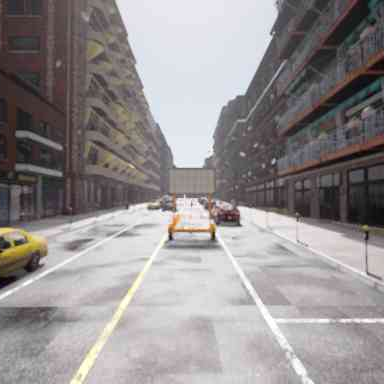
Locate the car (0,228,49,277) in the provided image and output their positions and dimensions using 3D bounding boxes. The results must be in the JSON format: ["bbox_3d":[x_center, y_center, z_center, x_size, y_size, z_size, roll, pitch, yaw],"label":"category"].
[{"bbox_3d":[-5.292,1.554,8.385,1.752,1.417,4.829,2,0,0],"label":"car"}]

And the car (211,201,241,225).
[{"bbox_3d":[2.589,1.642,25.076,1.887,1.381,4.507,1,0,0],"label":"car"}]

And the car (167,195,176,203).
[{"bbox_3d":[-5.277,1.783,85.975,2.192,1.841,5.009,1,0,0],"label":"car"}]

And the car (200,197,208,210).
[{"bbox_3d":[2.592,1.756,47.198,1.887,1.381,4.507,1,0,0],"label":"car"}]

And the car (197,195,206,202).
[{"bbox_3d":[2.570,1.824,91.445,2.192,1.841,5.009,1,0,0],"label":"car"}]

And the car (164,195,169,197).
[{"bbox_3d":[-5.281,1.558,52.795,2.192,1.841,5.009,2,0,0],"label":"car"}]

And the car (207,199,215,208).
[{"bbox_3d":[2.590,1.649,30.778,1.752,1.417,4.829,1,0,0],"label":"car"}]

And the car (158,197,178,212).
[{"bbox_3d":[-2.834,1.690,42.543,1.837,1.490,4.892,0,0,0],"label":"car"}]

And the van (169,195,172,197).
[{"bbox_3d":[-5.280,1.651,63.853,1.690,1.788,3.998,2,0,0],"label":"van"}]

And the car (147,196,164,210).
[{"bbox_3d":[-5.287,1.736,47.092,1.752,1.417,4.829,2,0,0],"label":"car"}]

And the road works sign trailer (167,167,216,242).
[{"bbox_3d":[-0.007,0.525,16.751,2.380,3.560,2.880,0,0,0],"label":"road works sign trailer"}]

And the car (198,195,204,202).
[{"bbox_3d":[2.596,1.892,69.321,1.887,1.381,4.507,1,0,0],"label":"car"}]

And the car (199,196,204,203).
[{"bbox_3d":[2.593,1.793,52.729,2.008,1.369,4.403,1,0,0],"label":"car"}]
